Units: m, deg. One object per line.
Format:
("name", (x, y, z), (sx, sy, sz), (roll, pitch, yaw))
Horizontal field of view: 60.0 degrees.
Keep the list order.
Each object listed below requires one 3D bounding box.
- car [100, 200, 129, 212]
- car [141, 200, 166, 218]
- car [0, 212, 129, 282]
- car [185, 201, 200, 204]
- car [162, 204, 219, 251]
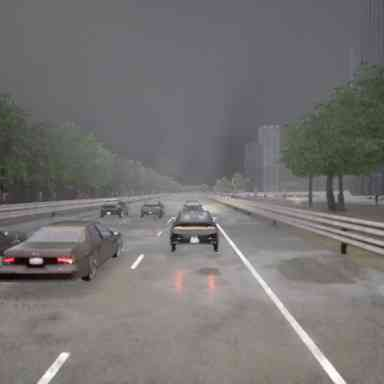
("car", (-6.918, 1.511, 30.085), (1.837, 1.490, 4.892), (0, 0, 0))
("car", (-3.419, 1.498, 29.939), (2.128, 1.511, 4.902), (0, 0, 0))
("car", (-3.405, 1.551, 9.750), (2.033, 1.411, 5.357), (0, 0, 0))
("car", (0.081, 1.532, 30.962), (1.812, 1.442, 4.674), (0, 0, 0))
("car", (0.091, 1.496, 14.122), (2.128, 1.511, 4.902), (0, 0, 0))
